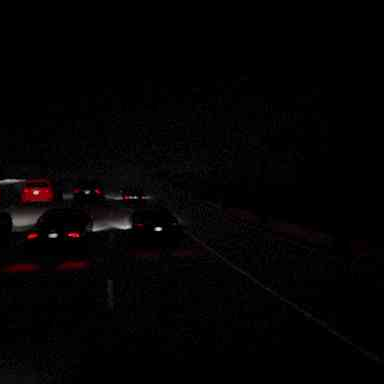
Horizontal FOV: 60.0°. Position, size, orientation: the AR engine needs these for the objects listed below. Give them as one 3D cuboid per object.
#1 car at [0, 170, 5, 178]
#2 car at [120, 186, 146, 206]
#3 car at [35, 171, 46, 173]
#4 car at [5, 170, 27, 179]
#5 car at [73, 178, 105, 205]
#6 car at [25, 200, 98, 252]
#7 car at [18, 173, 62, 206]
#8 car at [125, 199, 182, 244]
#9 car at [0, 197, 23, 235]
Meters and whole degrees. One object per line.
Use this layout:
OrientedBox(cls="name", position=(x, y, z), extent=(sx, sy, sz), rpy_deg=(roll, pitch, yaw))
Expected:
OrientedBox(cls="car", position=(-33.639, -3.012, 57.319), extent=(2.128, 1.511, 4.902), rpy_deg=(0, 5, -13))
OrientedBox(cls="car", position=(-4.867, 0.249, 27.530), extent=(2.033, 1.411, 5.357), rpy_deg=(0, 5, -13))
OrientedBox(cls="car", position=(-26.893, -3.003, 59.175), extent=(1.994, 1.385, 4.181), rpy_deg=(0, 5, -13))
OrientedBox(cls="car", position=(-30.254, -3.035, 58.194), extent=(2.128, 1.511, 4.902), rpy_deg=(0, 5, -13))
OrientedBox(cls="car", position=(-8.419, -0.123, 27.348), extent=(2.150, 2.045, 5.566), rpy_deg=(0, 6, -13))
OrientedBox(cls="car", position=(-4.953, 1.312, 12.938), extent=(2.033, 1.411, 5.357), rpy_deg=(0, 3, -13))
OrientedBox(cls="car", position=(-11.829, -0.112, 26.554), extent=(2.150, 2.045, 5.566), rpy_deg=(0, 6, -13))
OrientedBox(cls="car", position=(-1.734, 1.279, 14.553), extent=(1.994, 1.385, 4.181), rpy_deg=(0, 3, -13))
OrientedBox(cls="car", position=(-8.560, 1.228, 13.004), extent=(2.128, 1.511, 4.902), rpy_deg=(0, 3, -13))
